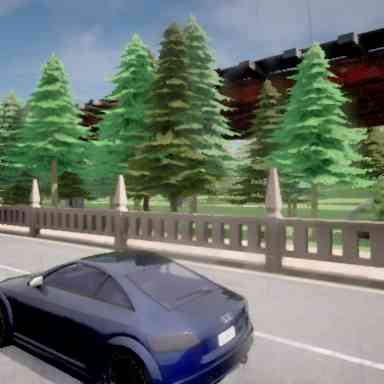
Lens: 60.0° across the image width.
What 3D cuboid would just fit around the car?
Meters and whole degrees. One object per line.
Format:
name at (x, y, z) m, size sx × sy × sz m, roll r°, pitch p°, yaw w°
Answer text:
car at (-1.244, 1.569, 4.877) m, size 4.181 × 1.385 × 1.994 m, roll 0°, pitch 0°, yaw 36°
